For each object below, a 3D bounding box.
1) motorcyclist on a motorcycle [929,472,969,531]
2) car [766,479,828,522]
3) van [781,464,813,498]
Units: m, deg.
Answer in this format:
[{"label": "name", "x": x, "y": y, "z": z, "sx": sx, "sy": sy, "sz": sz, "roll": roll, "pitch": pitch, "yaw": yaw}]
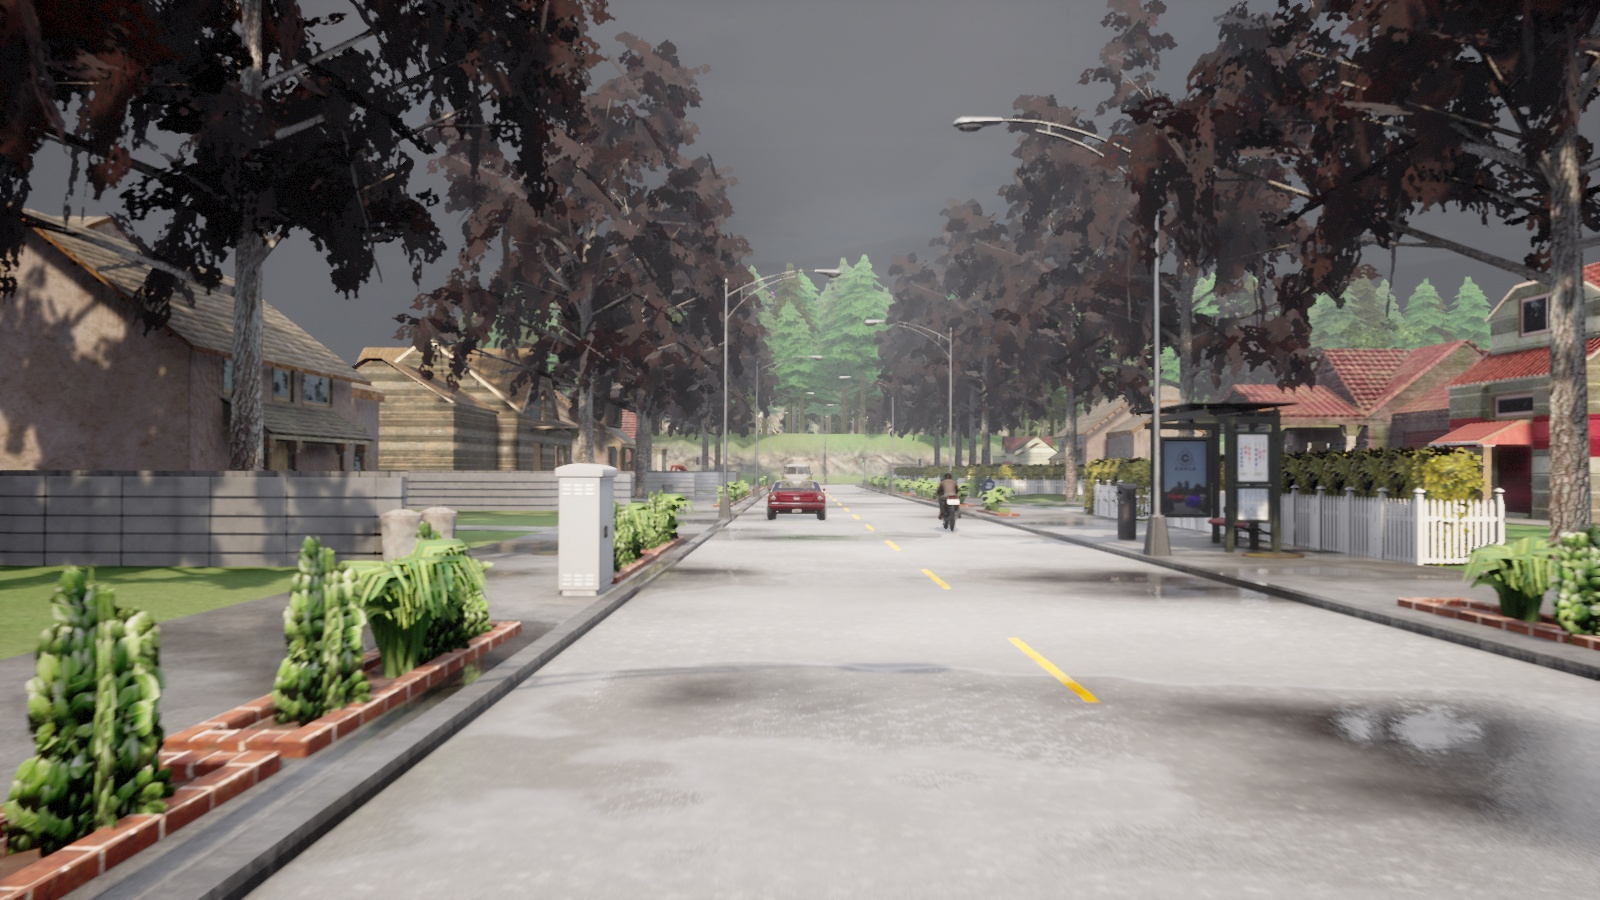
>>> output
[{"label": "motorcyclist on a motorcycle", "x": 3.920, "y": 1.337, "z": 33.206, "sx": 0.797, "sy": 1.523, "sz": 2.044, "roll": 0, "pitch": -1, "yaw": 0}, {"label": "car", "x": -0.096, "y": 1.602, "z": 41.019, "sx": 1.895, "sy": 1.301, "sz": 4.718, "roll": 0, "pitch": -1, "yaw": 0}, {"label": "van", "x": -0.174, "y": 1.805, "z": 73.897, "sx": 1.775, "sy": 1.987, "sz": 4.442, "roll": 0, "pitch": -1, "yaw": 0}]
